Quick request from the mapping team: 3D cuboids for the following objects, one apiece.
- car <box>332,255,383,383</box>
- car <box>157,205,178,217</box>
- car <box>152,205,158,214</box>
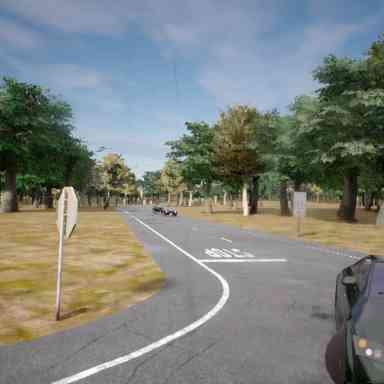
[{"bbox_3d":[3.094,1.643,4.607,1.994,1.385,4.181,1,-1,22],"label":"car"},{"bbox_3d":[-3.411,2.850,48.022,1.895,1.301,4.718,3,-2,-13],"label":"car"},{"bbox_3d":[-5.649,2.961,56.873,1.882,1.535,5.008,3,-2,-14],"label":"car"}]
